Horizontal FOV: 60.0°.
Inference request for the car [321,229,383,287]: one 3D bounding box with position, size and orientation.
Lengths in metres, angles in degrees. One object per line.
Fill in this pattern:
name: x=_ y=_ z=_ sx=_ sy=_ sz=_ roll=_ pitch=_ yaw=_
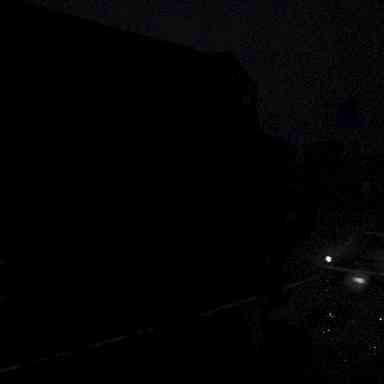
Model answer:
car: x=5.343 y=1.740 z=9.257 sx=1.895 sy=1.301 sz=4.718 roll=-1 pitch=-2 yaw=43
